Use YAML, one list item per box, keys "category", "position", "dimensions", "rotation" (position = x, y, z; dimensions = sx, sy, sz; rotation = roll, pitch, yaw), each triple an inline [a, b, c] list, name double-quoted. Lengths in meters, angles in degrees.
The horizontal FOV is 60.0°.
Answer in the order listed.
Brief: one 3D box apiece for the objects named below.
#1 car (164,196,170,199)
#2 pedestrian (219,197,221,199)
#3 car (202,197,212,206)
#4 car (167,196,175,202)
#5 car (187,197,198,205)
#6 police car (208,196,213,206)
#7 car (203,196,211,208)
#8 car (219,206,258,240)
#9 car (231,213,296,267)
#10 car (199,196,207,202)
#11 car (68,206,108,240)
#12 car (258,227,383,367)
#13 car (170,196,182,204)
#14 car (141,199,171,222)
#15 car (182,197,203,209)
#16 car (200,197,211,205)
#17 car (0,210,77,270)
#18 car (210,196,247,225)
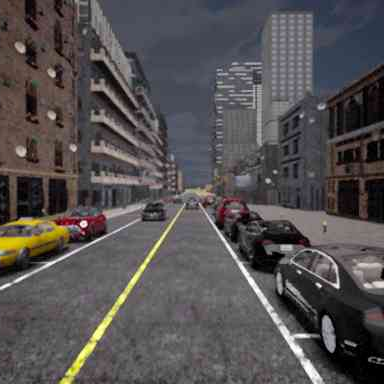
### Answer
- category: "car"
  position: [-5.614, 1.808, 78.336]
  dimensions: [1.802, 1.307, 4.206]
  rotation: [-1, 0, 0]
- category: "pedestrian"
  position: [3.042, 1.409, 36.742]
  dimensions: [0.375, 1.860, 0.375]
  rotation: [-1, 1, 0]
- category: "car"
  position: [2.737, 1.710, 61.803]
  dimensions: [1.752, 1.417, 4.829]
  rotation: [-1, 0, 0]
- category: "car"
  position: [-5.601, 1.797, 89.496]
  dimensions: [1.887, 1.381, 4.507]
  rotation: [-1, 0, 0]
- category: "car"
  position: [0.072, 1.667, 63.467]
  dimensions: [1.882, 1.535, 5.008]
  rotation: [0, 0, 0]
- category: "police car"
  position: [3.038, 1.532, 33.748]
  dimensions: [1.930, 1.638, 5.238]
  rotation: [0, 0, 0]
- category: "car"
  position: [2.697, 1.469, 50.473]
  dimensions: [2.192, 1.841, 5.009]
  rotation: [-1, 0, 0]
- category: "car"
  position: [2.663, 1.621, 16.994]
  dimensions: [1.947, 1.339, 4.313]
  rotation: [-1, 0, 0]
- category: "car"
  position: [2.657, 1.604, 11.415]
  dimensions: [1.947, 1.339, 4.313]
  rotation: [-1, 0, 0]
- category: "car"
  position: [2.773, 1.822, 83.952]
  dimensions: [1.802, 1.307, 4.206]
  rotation: [-1, 0, 0]
- category: "car"
  position: [-5.686, 1.495, 16.955]
  dimensions: [1.967, 1.590, 4.097]
  rotation: [-1, 0, 0]
- category: "car"
  position: [2.683, 1.580, 5.843]
  dimensions: [2.008, 1.369, 4.403]
  rotation: [-1, 0, 0]
- category: "car"
  position: [-2.923, 1.748, 68.486]
  dimensions: [1.994, 1.385, 4.181]
  rotation: [0, 0, 0]
- category: "car"
  position: [-3.066, 1.593, 27.758]
  dimensions: [1.837, 1.490, 4.892]
  rotation: [0, 0, 0]
- category: "car"
  position: [0.060, 1.637, 47.038]
  dimensions: [2.128, 1.511, 4.902]
  rotation: [0, 0, 0]
- category: "car"
  position: [2.758, 1.750, 67.212]
  dimensions: [2.008, 1.369, 4.403]
  rotation: [-1, 0, 0]
- category: "car"
  position: [-5.691, 1.562, 11.204]
  dimensions: [1.752, 1.417, 4.829]
  rotation: [-1, 0, 0]
- category: "car"
  position: [2.665, 1.388, 22.575]
  dimensions: [2.192, 1.841, 5.009]
  rotation: [-1, 0, 0]
